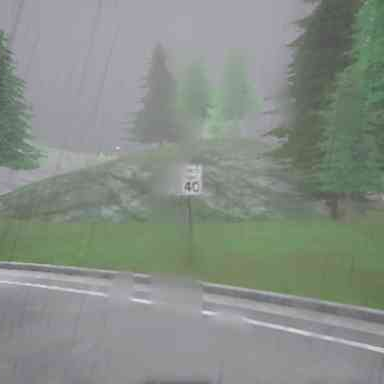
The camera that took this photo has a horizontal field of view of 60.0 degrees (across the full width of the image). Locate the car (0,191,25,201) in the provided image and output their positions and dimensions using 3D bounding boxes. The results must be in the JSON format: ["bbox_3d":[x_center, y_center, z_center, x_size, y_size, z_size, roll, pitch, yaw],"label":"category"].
[{"bbox_3d":[-27.649,0.555,50.897,1.812,1.442,4.674,0,2,11],"label":"car"}]
